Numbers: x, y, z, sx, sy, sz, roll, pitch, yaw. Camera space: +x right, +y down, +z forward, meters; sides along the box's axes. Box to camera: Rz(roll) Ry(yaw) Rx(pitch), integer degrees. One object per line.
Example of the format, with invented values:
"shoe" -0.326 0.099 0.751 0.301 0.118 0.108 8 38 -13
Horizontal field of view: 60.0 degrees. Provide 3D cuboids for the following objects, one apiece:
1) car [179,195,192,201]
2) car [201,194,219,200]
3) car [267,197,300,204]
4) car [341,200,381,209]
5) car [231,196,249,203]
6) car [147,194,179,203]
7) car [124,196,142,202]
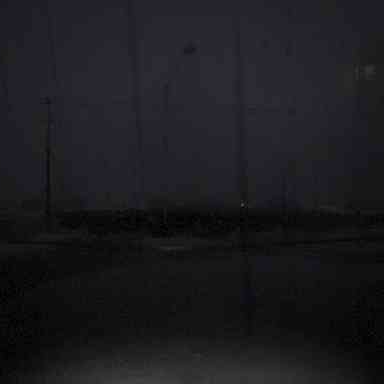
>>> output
"car" -1.646 1.504 80.008 4.193 1.474 1.816 0 0 -21
"car" 3.744 1.312 67.637 3.866 1.878 1.905 0 0 -21
"car" 12.468 1.479 45.057 4.611 1.667 2.242 0 0 -21
"car" 21.636 1.616 42.825 1.895 1.301 4.718 0 0 -21
"car" 9.308 1.563 64.623 1.837 1.490 4.892 0 0 -21
"car" -4.947 1.309 53.354 4.605 1.855 1.932 0 0 -21
"car" -13.216 1.519 74.258 3.905 1.438 1.784 0 0 -21
